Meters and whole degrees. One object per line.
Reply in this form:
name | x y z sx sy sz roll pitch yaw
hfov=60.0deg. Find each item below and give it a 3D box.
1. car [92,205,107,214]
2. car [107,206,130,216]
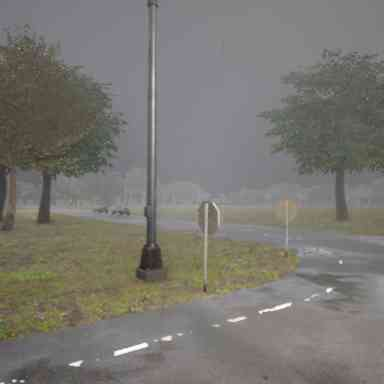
car | -16.893 3.209 61.033 1.837 1.490 4.892 2 -2 -34
car | -11.363 3.037 52.751 1.837 1.490 4.892 2 -2 -33
